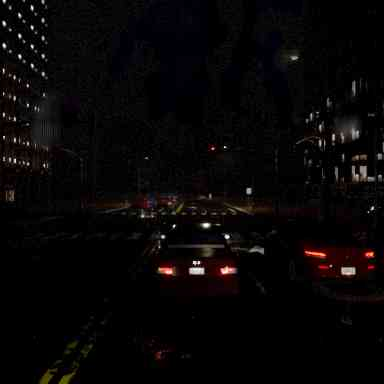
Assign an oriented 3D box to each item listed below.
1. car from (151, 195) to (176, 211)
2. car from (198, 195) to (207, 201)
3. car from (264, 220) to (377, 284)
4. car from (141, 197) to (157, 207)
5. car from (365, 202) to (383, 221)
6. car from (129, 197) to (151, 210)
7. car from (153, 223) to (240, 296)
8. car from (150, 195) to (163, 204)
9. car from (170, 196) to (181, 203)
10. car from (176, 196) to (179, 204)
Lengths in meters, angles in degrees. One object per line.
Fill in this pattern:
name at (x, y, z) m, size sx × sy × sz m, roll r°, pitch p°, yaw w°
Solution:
car at (-3.396, 1.320, 40.576) m, size 2.097 × 1.767 × 4.553 m, roll 0°, pitch 0°, yaw 0°
car at (2.542, 1.393, 82.803) m, size 1.812 × 1.442 × 4.674 m, roll 0°, pitch 0°, yaw -4°
car at (3.338, 1.522, 9.408) m, size 1.812 × 1.442 × 4.674 m, roll 0°, pitch 0°, yaw 0°
car at (-6.662, 1.471, 52.119) m, size 1.812 × 1.442 × 4.674 m, roll 0°, pitch 0°, yaw 0°
car at (16.990, 1.280, 26.660) m, size 5.566 × 2.045 × 2.150 m, roll 0°, pitch 0°, yaw 3°
car at (-6.651, 1.443, 42.198) m, size 1.882 × 1.535 × 5.008 m, roll 0°, pitch 0°, yaw 0°
car at (0.089, 1.544, 8.824) m, size 2.033 × 1.411 × 5.357 m, roll 0°, pitch 0°, yaw 0°
car at (-6.664, 1.429, 62.483) m, size 1.837 × 1.490 × 4.892 m, roll 0°, pitch 0°, yaw 0°
car at (-3.422, 1.473, 69.121) m, size 1.994 × 1.385 × 4.181 m, roll 0°, pitch 0°, yaw -1°
car at (-3.405, 1.456, 49.468) m, size 1.837 × 1.490 × 4.892 m, roll 0°, pitch 0°, yaw 0°
